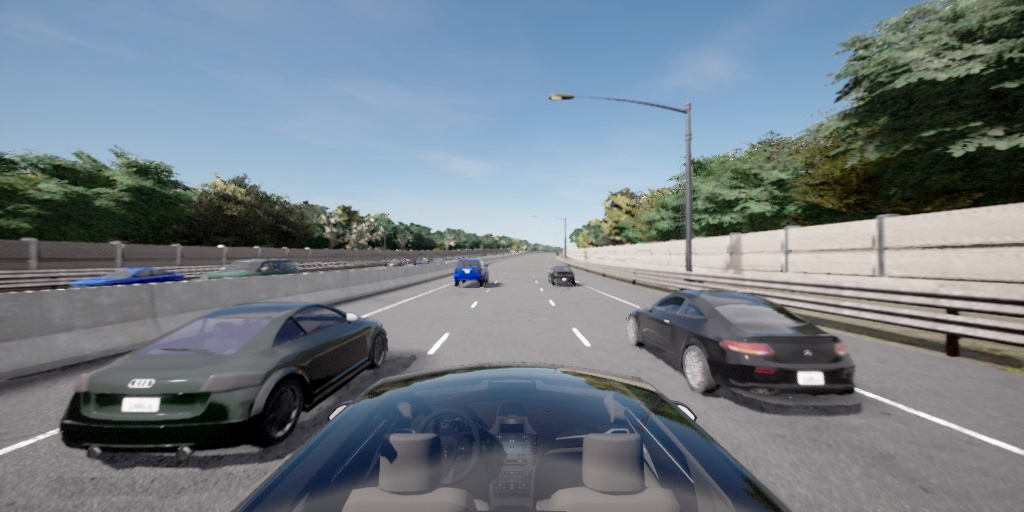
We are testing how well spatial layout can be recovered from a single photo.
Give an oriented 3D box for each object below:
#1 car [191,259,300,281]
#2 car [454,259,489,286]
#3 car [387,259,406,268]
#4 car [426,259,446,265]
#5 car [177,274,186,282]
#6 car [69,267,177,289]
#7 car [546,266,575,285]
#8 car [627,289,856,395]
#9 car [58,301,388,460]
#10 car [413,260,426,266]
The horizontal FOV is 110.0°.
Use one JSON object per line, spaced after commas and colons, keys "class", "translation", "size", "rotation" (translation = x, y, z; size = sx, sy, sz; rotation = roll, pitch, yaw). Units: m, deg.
{"class": "car", "translation": [-13.953, 1.159, 19.533], "size": [2.150, 2.045, 5.566], "rotation": [0, -1, 1]}
{"class": "car", "translation": [-3.093, 1.212, 27.949], "size": [2.150, 2.045, 5.566], "rotation": [0, 0, 1]}
{"class": "car", "translation": [-19.539, 1.316, 60.967], "size": [2.128, 1.511, 4.902], "rotation": [0, 0, 4]}
{"class": "car", "translation": [-12.510, 1.307, 61.340], "size": [2.128, 1.511, 4.902], "rotation": [0, 0, 3]}
{"class": "car", "translation": [-17.404, 1.507, 22.568], "size": [2.033, 1.411, 5.357], "rotation": [0, 0, 1]}
{"class": "car", "translation": [-20.946, 1.414, 19.848], "size": [1.882, 1.535, 5.008], "rotation": [0, -1, 1]}
{"class": "car", "translation": [3.937, 1.500, 29.015], "size": [1.837, 1.490, 4.892], "rotation": [0, 0, 1]}
{"class": "car", "translation": [3.616, 1.332, 6.627], "size": [1.812, 1.442, 4.674], "rotation": [0, -1, 0]}
{"class": "car", "translation": [-3.391, 1.352, 5.291], "size": [1.994, 1.385, 4.181], "rotation": [0, -1, 0]}
{"class": "car", "translation": [-15.900, 1.400, 63.348], "size": [1.895, 1.301, 4.718], "rotation": [0, 0, 3]}
